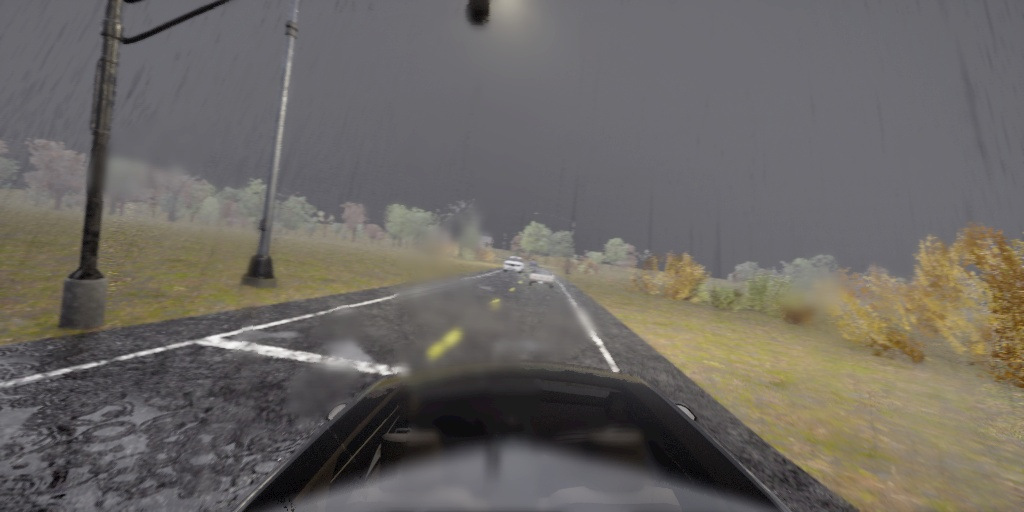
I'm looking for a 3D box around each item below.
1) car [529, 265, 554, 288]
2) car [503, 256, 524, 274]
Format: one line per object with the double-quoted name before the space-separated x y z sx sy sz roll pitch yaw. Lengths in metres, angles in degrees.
"car" 2.435 1.711 29.035 1.895 1.301 4.718 7 0 5
"car" 0.249 1.097 45.742 2.150 2.045 5.566 7 0 4
